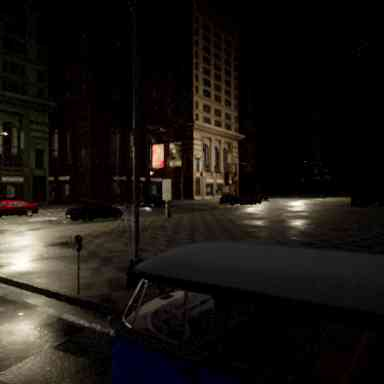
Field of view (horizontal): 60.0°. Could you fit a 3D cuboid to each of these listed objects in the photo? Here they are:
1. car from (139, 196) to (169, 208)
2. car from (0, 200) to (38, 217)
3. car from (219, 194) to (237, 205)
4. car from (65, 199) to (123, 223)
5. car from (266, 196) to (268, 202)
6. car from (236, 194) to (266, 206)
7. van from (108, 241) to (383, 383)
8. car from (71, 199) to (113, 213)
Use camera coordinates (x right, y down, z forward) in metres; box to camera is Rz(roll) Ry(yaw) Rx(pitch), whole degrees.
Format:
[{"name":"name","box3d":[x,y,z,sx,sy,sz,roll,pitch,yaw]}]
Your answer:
[{"name":"car","box3d":[-5.191,1.332,46.161,1.837,1.490,4.892,0,1,36]},{"name":"car","box3d":[-16.610,1.554,30.141,1.882,1.535,5.008,0,1,35]},{"name":"car","box3d":[5.987,1.019,50.413,2.097,1.767,4.553,0,0,36]},{"name":"car","box3d":[-7.517,1.526,25.754,1.812,1.442,4.674,0,1,35]},{"name":"car","box3d":[11.833,1.017,58.713,1.882,1.535,5.008,0,1,35]},{"name":"car","box3d":[8.695,1.212,48.526,1.994,1.385,4.181,0,1,35]},{"name":"van","box3d":[1.152,1.344,2.253,3.998,1.788,1.690,-1,0,36]},{"name":"car","box3d":[-11.234,1.522,37.684,1.994,1.385,4.181,0,1,36]}]
